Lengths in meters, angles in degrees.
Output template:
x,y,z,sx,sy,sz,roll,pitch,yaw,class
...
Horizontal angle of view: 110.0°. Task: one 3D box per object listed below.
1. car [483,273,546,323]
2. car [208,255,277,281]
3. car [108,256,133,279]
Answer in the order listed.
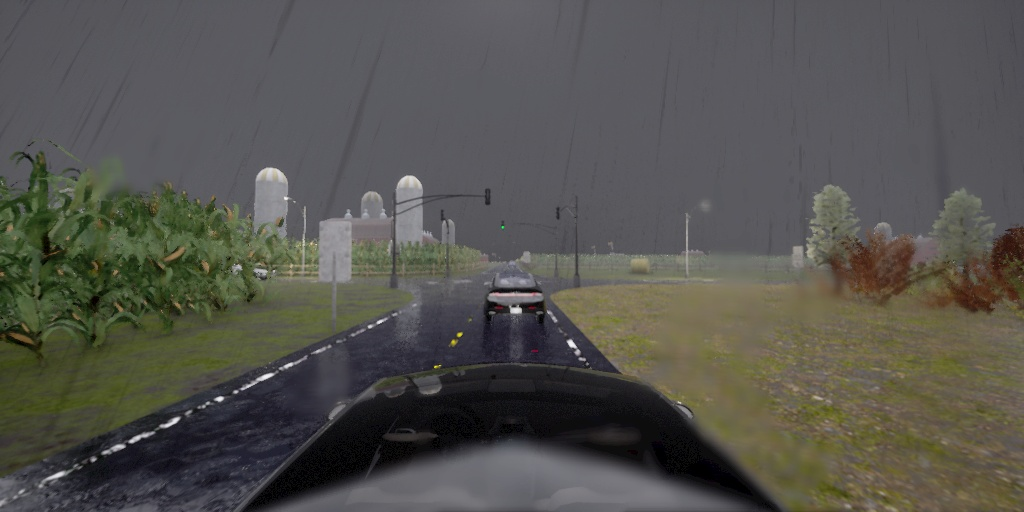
x,y,z,sx,sy,sz,roll,pitch,yaw,class
0.043,1.312,12.363,2.128,1.511,4.902,0,0,-2,car
-21.811,0.934,28.332,5.566,2.045,2.150,0,-2,-3,car
-31.922,0.850,27.799,5.566,2.045,2.150,0,-2,-3,car
